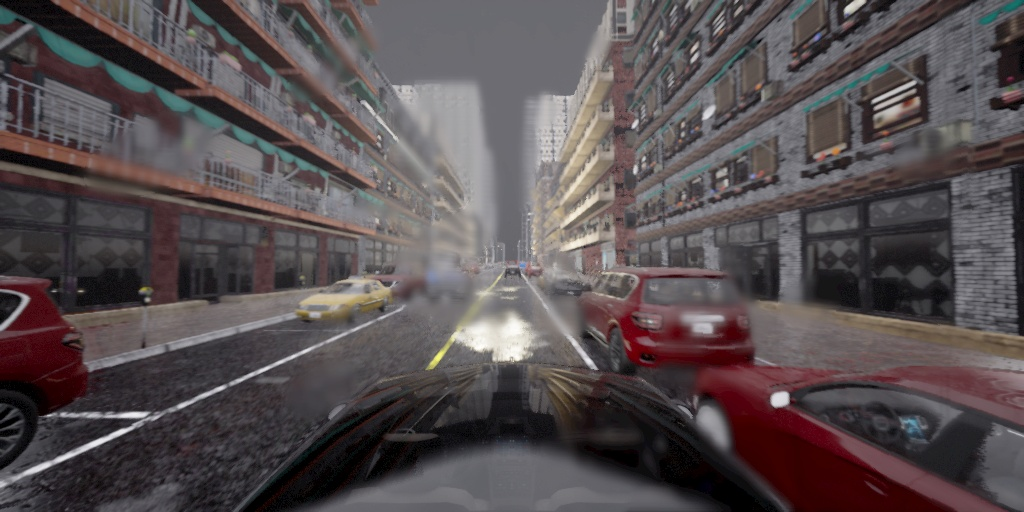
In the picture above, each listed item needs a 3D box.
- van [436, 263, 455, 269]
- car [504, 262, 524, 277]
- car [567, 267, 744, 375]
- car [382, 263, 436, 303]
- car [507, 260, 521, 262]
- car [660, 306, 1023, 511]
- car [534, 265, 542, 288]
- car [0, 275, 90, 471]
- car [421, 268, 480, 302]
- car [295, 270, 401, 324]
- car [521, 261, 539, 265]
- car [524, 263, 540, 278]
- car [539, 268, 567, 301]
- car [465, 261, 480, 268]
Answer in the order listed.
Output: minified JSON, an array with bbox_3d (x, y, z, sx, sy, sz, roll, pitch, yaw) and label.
[{"bbox_3d":[-5.688,1.449,29.552,1.690,1.789,3.998,0,0,0],"label":"van"},{"bbox_3d":[0.103,1.768,43.699,1.882,1.535,5.008,0,-1,0],"label":"car"},{"bbox_3d":[2.692,1.139,7.444,2.192,1.841,5.009,0,0,0],"label":"car"},{"bbox_3d":[-5.688,1.281,18.472,2.192,1.841,5.009,0,0,0],"label":"car"},{"bbox_3d":[0.099,1.670,56.186,2.150,2.045,5.566,0,-1,1],"label":"car"},{"bbox_3d":[2.692,1.298,1.905,1.888,1.381,4.507,0,0,0],"label":"car"},{"bbox_3d":[2.694,1.564,24.234,1.751,1.417,4.829,0,0,0],"label":"car"},{"bbox_3d":[-5.689,1.066,1.852,2.192,1.841,5.009,0,0,0],"label":"car"},{"bbox_3d":[-2.999,1.572,18.941,2.033,1.411,5.357,0,-1,0],"label":"car"},{"bbox_3d":[-5.689,1.420,12.763,1.751,1.417,4.829,0,0,0],"label":"car"},{"bbox_3d":[2.695,1.637,46.225,2.192,1.841,5.009,0,0,0],"label":"car"},{"bbox_3d":[2.695,1.797,40.684,1.888,1.381,4.507,0,0,0],"label":"car"},{"bbox_3d":[2.693,1.517,18.524,2.007,1.370,4.403,0,0,0],"label":"car"},{"bbox_3d":[-5.687,1.706,51.713,2.192,1.841,5.009,0,0,0],"label":"car"}]
